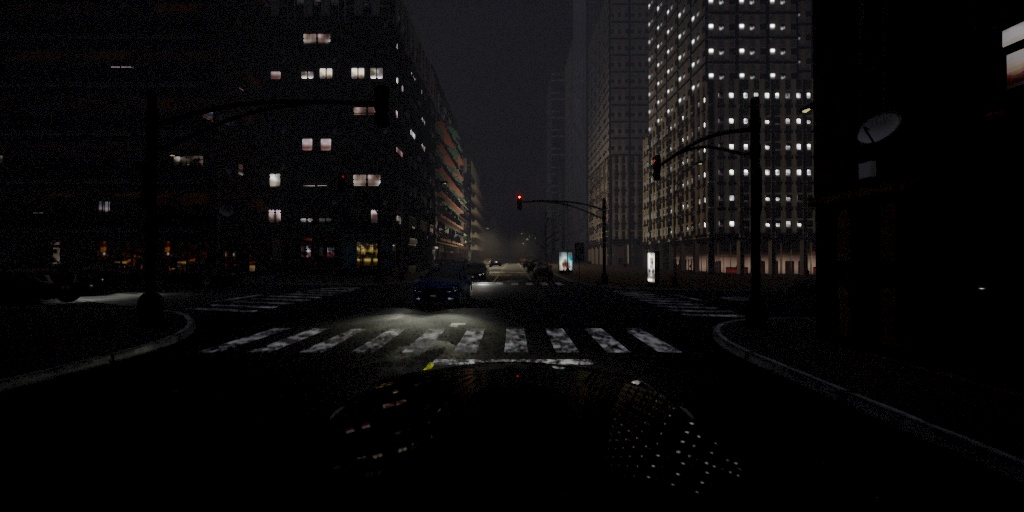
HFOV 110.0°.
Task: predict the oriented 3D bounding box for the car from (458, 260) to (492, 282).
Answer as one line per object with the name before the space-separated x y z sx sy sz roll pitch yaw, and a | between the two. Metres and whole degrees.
car | -2.934 1.304 29.274 1.837 1.490 4.892 0 0 0

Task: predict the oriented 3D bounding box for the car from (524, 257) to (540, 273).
car | 2.792 1.208 43.563 1.967 1.591 4.097 0 0 0

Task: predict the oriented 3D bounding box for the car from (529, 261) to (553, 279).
car | 2.766 1.343 32.507 1.802 1.307 4.207 0 0 0

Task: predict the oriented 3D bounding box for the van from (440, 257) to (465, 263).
van | -5.616 1.102 32.528 1.690 1.789 3.998 0 0 0

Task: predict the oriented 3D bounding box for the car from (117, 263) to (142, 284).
car | -24.317 1.040 21.359 4.207 1.307 1.802 0 0 0

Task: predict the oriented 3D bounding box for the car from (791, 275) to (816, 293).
car | 19.441 1.644 21.698 4.403 1.370 2.007 0 0 0

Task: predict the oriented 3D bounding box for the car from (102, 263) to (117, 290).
car | -20.670 0.988 15.610 4.674 1.442 1.812 1 0 -1

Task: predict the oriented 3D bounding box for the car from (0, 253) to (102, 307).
car | -18.745 0.784 13.005 5.009 1.841 2.192 0 0 0

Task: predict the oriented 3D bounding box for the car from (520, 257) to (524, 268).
car | 2.831 1.221 60.145 1.967 1.591 4.097 0 0 0

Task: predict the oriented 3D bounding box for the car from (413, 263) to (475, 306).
car | -2.965 1.235 16.007 1.882 1.535 5.008 0 0 0

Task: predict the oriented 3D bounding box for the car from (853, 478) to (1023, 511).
car | 2.688 1.315 0.102 1.948 1.339 4.313 0 0 0

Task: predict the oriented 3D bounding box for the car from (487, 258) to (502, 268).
car | -2.854 1.286 63.133 1.994 1.385 4.181 0 0 0

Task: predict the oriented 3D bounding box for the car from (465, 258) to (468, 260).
car | -5.602 1.079 38.056 2.192 1.841 5.009 0 0 0

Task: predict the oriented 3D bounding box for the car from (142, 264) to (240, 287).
car | -18.747 1.104 21.386 4.313 1.339 1.948 0 0 0
